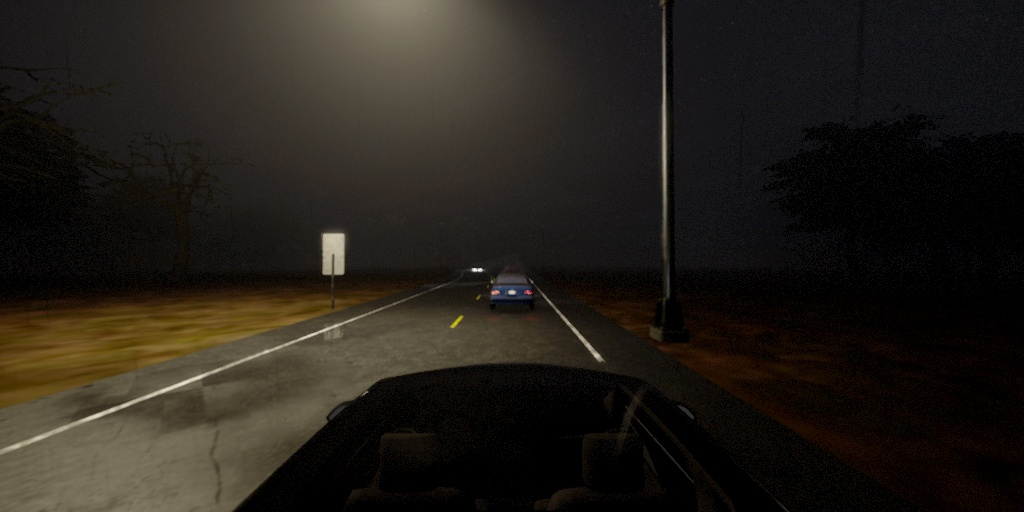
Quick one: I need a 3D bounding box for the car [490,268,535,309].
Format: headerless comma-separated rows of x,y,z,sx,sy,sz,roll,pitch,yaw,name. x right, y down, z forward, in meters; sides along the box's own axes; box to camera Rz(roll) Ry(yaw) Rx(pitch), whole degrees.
0.002,1.434,15.860,2.033,1.411,5.357,0,-1,0,car

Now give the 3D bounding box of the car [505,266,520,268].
0.008,1.559,31.245,1.812,1.442,4.674,0,0,0,car
